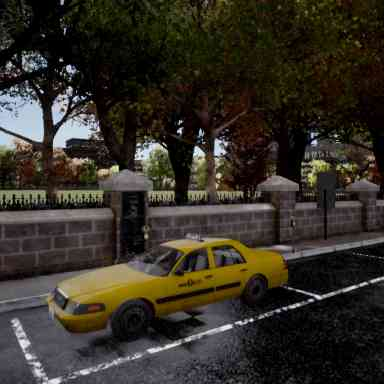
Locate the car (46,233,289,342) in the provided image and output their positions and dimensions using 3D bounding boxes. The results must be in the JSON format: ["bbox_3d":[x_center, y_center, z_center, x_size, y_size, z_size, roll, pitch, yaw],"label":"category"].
[{"bbox_3d":[-0.172,1.525,6.448,4.829,1.417,1.752,0,0,-36],"label":"car"}]
